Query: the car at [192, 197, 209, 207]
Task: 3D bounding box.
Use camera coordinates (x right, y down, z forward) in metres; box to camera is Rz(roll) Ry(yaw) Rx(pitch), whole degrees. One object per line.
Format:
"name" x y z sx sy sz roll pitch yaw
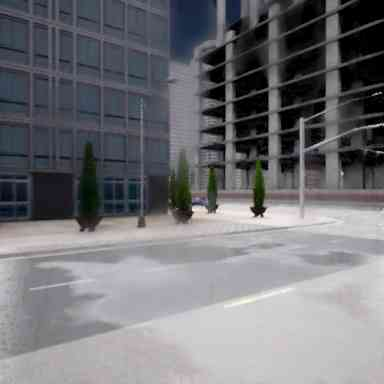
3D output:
"car" 1.548 1.508 51.409 1.812 1.442 4.674 0 0 -36
